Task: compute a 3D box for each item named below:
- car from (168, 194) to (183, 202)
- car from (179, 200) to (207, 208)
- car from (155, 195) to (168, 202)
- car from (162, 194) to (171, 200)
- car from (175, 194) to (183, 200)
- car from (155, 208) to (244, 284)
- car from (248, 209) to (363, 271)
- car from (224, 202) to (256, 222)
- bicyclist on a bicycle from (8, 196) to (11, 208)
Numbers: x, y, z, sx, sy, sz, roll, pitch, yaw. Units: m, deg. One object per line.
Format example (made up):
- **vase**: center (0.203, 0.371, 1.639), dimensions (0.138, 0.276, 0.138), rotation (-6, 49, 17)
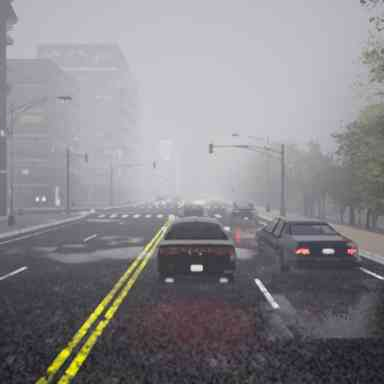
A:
- **car**: center (-3.237, 1.303, 68.892), dimensions (2.033, 1.411, 5.357), rotation (0, 0, 0)
- **car**: center (0.106, 1.481, 22.005), dimensions (1.994, 1.385, 4.181), rotation (0, 0, 0)
- **car**: center (-6.486, 1.358, 68.865), dimensions (1.895, 1.301, 4.718), rotation (0, 0, 0)
- **car**: center (-6.482, 1.309, 84.424), dimensions (1.895, 1.301, 4.718), rotation (0, 0, 0)
- **car**: center (-3.233, 1.214, 84.453), dimensions (1.837, 1.490, 4.892), rotation (0, 0, 0)
- **car**: center (0.102, 1.441, 9.456), dimensions (1.882, 1.535, 5.008), rotation (0, 0, 0)
- **car**: center (3.352, 1.504, 10.685), dimensions (2.033, 1.411, 5.357), rotation (0, 0, 0)
- **car**: center (3.355, 1.405, 22.931), dimensions (2.128, 1.511, 4.902), rotation (0, 0, 0)
- **bicyclist on a bicycle**: center (-24.868, 1.413, 45.134), dimensions (0.582, 1.620, 1.656), rotation (-1, 1, -1)
